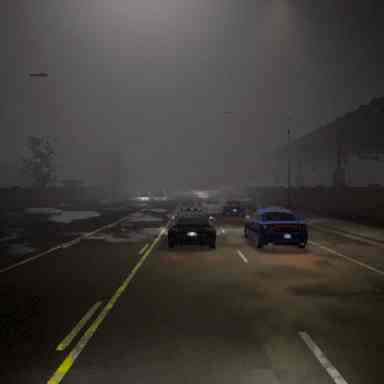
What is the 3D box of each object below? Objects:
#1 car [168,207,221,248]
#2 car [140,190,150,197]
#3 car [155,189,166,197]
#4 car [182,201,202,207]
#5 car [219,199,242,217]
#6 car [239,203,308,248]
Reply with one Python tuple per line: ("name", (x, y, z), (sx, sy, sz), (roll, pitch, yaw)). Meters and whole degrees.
("car", (0.000, 1.559, 14.647), (1.994, 1.385, 4.181), (0, 0, 0))
("car", (-10.500, 0.400, 74.455), (2.128, 1.511, 4.902), (0, 1, 0))
("car", (-7.000, 0.230, 74.481), (2.097, 1.767, 4.553), (0, 1, 0))
("car", (0.000, 1.456, 29.671), (1.895, 1.301, 4.718), (0, 1, 0))
("car", (3.500, 1.325, 29.639), (1.882, 1.535, 5.008), (0, 1, 0))
("car", (3.500, 1.472, 14.647), (1.882, 1.535, 5.008), (0, 0, 0))
